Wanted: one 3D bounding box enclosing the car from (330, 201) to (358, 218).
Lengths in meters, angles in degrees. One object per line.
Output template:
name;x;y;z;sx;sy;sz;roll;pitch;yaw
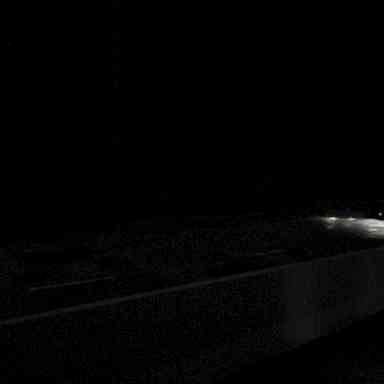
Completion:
car;15.493;1.698;33.814;1.882;1.535;5.008;0;0;35

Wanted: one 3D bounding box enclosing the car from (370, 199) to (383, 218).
car;18.156;1.711;31.539;2.128;1.511;4.902;0;0;35

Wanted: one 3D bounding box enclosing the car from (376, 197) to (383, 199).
car;36.331;1.838;63.451;2.097;1.767;4.553;0;-1;13
